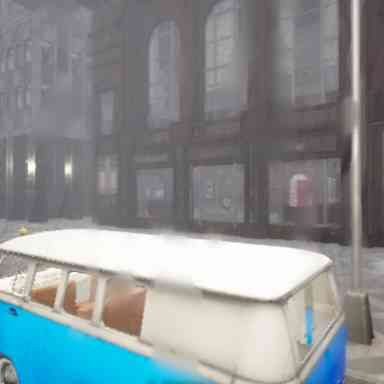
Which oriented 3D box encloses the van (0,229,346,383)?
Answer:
[{"bbox_3d":[-0.580,1.356,3.372,3.998,1.788,1.690,0,0,35],"label":"van"}]
